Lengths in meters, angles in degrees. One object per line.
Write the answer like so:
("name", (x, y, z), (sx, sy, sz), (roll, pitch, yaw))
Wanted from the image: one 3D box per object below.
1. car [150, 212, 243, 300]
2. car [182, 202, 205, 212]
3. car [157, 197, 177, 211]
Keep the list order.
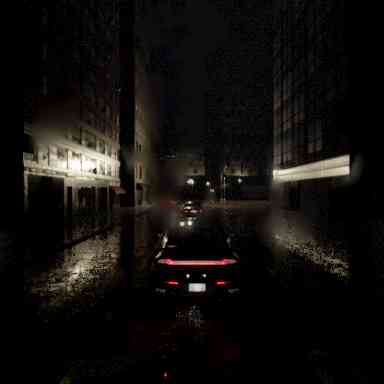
("car", (0.102, 1.491, 8.366), (2.128, 1.511, 4.902), (0, 0, 0))
("car", (0.121, 1.548, 28.127), (2.033, 1.411, 5.357), (0, 0, 0))
("car", (-3.036, 1.358, 40.988), (2.097, 1.767, 4.553), (0, 0, 0))
